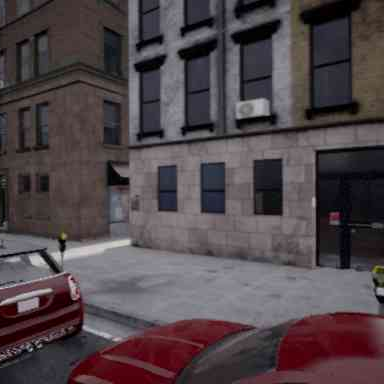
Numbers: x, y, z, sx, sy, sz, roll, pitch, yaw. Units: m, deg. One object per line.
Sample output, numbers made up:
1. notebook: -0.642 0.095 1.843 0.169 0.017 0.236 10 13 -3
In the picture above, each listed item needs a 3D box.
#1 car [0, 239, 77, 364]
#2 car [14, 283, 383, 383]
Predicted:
1. car: -3.667 1.465 5.308 4.097 1.590 1.967 0 0 34
2. car: 1.027 1.536 2.103 4.507 1.381 1.887 0 0 34
